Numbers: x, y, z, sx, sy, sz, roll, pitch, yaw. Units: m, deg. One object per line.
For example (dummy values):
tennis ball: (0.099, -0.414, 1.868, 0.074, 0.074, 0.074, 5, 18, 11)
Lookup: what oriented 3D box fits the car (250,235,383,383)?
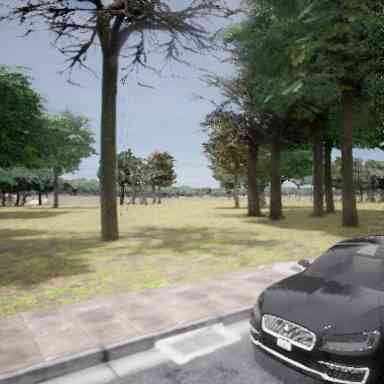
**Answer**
car: (3.040, 1.511, 5.241, 4.892, 1.490, 1.837, 0, 0, -35)
